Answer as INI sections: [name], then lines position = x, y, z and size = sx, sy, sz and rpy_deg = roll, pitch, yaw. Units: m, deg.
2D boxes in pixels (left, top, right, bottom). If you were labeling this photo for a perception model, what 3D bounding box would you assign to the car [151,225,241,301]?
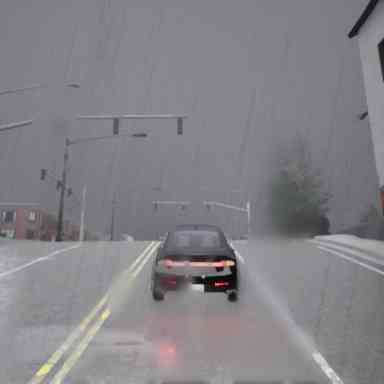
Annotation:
[car]
position = 0.094, 1.590, 8.565
size = 2.128, 1.511, 4.902
rpy_deg = 0, -1, 0
